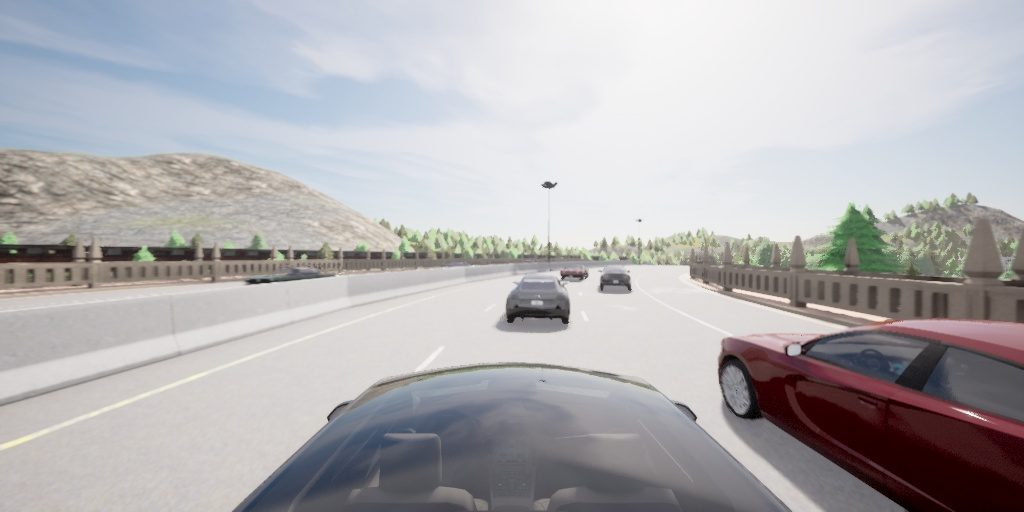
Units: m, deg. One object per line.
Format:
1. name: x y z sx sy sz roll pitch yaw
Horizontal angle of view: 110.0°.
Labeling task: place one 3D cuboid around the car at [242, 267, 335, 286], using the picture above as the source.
1. car: -12.186 1.294 19.944 1.895 1.301 4.718 0 0 11

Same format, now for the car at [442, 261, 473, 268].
1. car: -5.197 1.306 32.952 1.994 1.385 4.181 0 0 19

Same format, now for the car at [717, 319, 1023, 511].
1. car: 3.700 1.249 2.866 1.882 1.535 5.008 0 0 1

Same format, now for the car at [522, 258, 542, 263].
1. car: 3.337 0.973 58.553 1.994 1.385 4.181 0 0 32

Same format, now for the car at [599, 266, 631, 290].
1. car: 6.560 1.326 22.908 1.812 1.442 4.674 0 0 14

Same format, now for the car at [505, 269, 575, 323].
1. car: 0.954 1.326 12.328 1.994 1.385 4.181 0 0 7

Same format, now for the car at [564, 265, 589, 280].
1. car: 5.594 1.401 31.585 1.895 1.301 4.718 0 0 20
